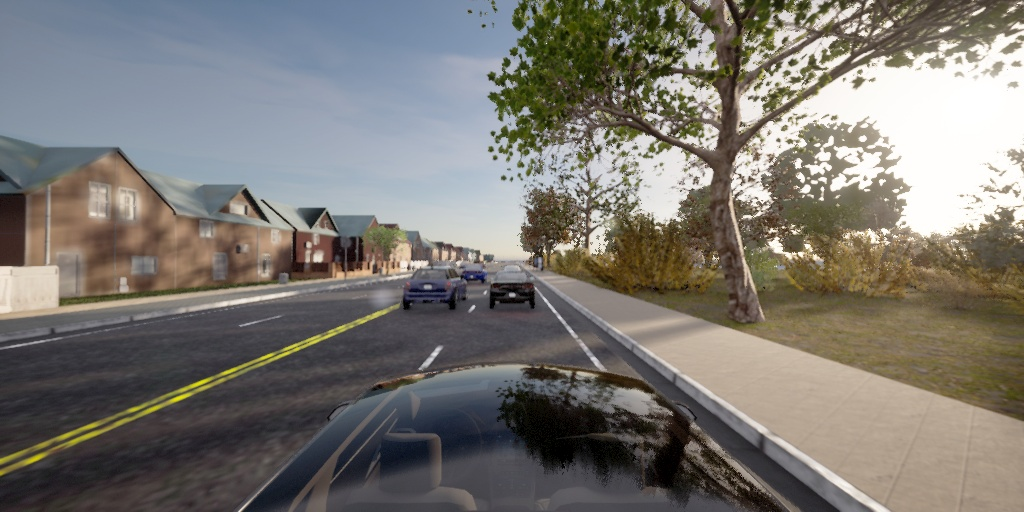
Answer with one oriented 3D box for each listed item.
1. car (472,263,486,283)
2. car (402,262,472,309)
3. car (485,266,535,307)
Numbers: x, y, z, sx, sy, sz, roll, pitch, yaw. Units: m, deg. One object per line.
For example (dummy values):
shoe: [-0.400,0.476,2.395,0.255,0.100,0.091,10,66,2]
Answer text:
car: [-3.224,1.531,31.331,1.882,1.535,5.008,0,0,0]
car: [-3.239,1.243,15.929,2.097,1.767,4.553,0,-1,0]
car: [0.015,1.375,16.329,1.882,1.535,5.008,0,0,0]
